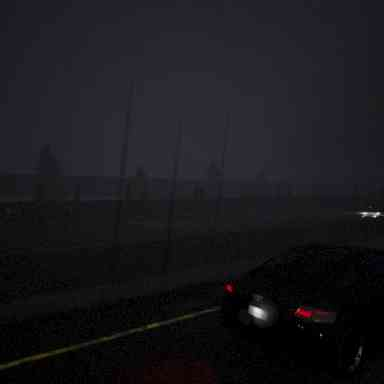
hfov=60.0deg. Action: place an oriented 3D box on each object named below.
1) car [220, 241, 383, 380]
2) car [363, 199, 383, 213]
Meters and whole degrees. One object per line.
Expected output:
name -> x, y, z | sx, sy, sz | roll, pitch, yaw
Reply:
car -> 2.498, 1.540, 5.530 | 4.181, 1.385, 1.994 | 0, 0, -36
car -> 19.883, 1.394, 35.076 | 4.181, 1.385, 1.994 | 0, 0, -33
